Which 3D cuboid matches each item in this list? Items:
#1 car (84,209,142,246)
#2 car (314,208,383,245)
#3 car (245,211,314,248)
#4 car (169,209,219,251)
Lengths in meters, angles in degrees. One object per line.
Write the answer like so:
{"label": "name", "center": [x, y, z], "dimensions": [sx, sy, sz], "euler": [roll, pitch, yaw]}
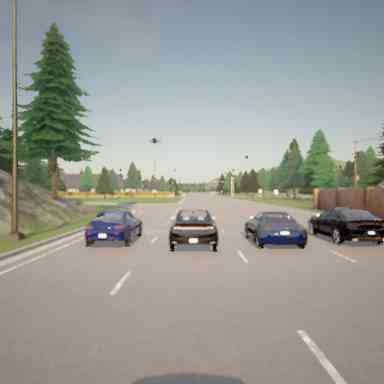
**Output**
{"label": "car", "center": [-3.425, 1.508, 15.029], "dimensions": [1.812, 1.442, 4.674], "euler": [0, 0, 0]}
{"label": "car", "center": [7.078, 1.458, 15.559], "dimensions": [1.882, 1.535, 5.008], "euler": [0, 0, 0]}
{"label": "car", "center": [3.576, 1.546, 14.758], "dimensions": [1.994, 1.385, 4.181], "euler": [0, 0, 0]}
{"label": "car", "center": [0.070, 1.475, 14.012], "dimensions": [2.128, 1.511, 4.902], "euler": [0, 0, 0]}
